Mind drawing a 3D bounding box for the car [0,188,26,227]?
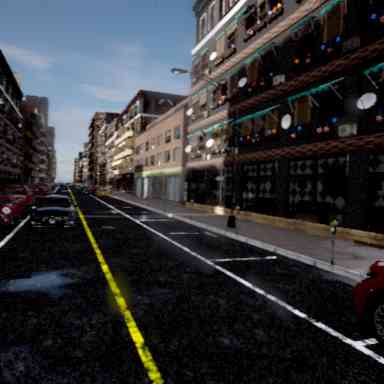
[{"bbox_3d":[-9.599,0.756,16.268,1.967,1.590,4.097,2,1,-21],"label":"car"}]

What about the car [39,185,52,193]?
[{"bbox_3d":[-25.646,-0.562,58.386,1.887,1.381,4.507,2,1,-21],"label":"car"}]

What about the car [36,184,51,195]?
[{"bbox_3d":[-23.637,-0.488,53.119,1.967,1.590,4.097,2,1,-21],"label":"car"}]

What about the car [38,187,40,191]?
[{"bbox_3d":[-13.616,0.543,26.800,1.802,1.307,4.206,2,1,-21],"label":"car"}]

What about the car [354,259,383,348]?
[{"bbox_3d":[4.250,1.414,3.458,2.192,1.841,5.009,2,1,-21],"label":"car"}]

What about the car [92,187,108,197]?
[{"bbox_3d":[-13.869,0.022,51.001,1.752,1.417,4.829,2,1,-21],"label":"car"}]

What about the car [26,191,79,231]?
[{"bbox_3d":[-6.704,0.935,16.214,1.837,1.490,4.892,2,1,-21],"label":"car"}]

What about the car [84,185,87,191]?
[{"bbox_3d":[-25.841,-1.018,82.429,2.008,1.369,4.403,2,1,-21],"label":"car"}]

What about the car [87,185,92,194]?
[{"bbox_3d":[-17.820,-0.310,61.371,1.887,1.381,4.507,2,1,-21],"label":"car"}]

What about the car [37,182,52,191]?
[{"bbox_3d":[-21.626,-0.435,47.853,2.192,1.841,5.009,2,1,-21],"label":"car"}]

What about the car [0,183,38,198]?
[{"bbox_3d":[-11.599,0.454,21.531,2.192,1.841,5.009,2,1,-21],"label":"car"}]
